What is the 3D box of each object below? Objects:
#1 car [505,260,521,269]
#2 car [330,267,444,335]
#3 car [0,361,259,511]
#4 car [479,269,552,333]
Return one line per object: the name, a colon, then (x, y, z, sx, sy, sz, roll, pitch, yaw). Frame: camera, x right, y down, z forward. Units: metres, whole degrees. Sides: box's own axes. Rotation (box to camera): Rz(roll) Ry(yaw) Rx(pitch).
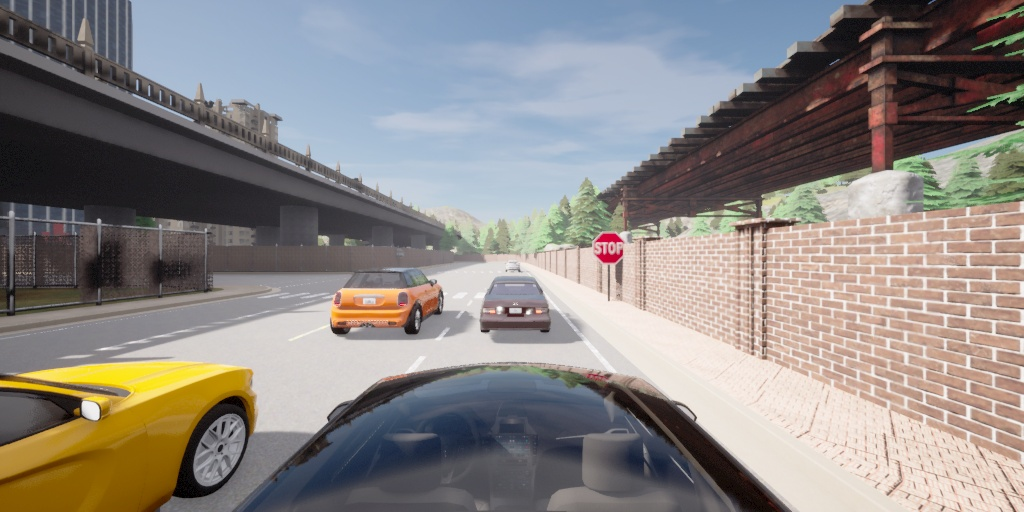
car: (0.099, 1.275, 45.493, 1.812, 1.442, 4.674, 0, 0, -1)
car: (-3.421, 1.102, 10.711, 2.097, 1.767, 4.553, 0, 0, 0)
car: (-3.399, 1.228, 1.454, 1.882, 1.535, 5.008, 0, 0, 0)
car: (0.081, 1.297, 10.732, 2.033, 1.411, 5.357, 0, 0, 0)
